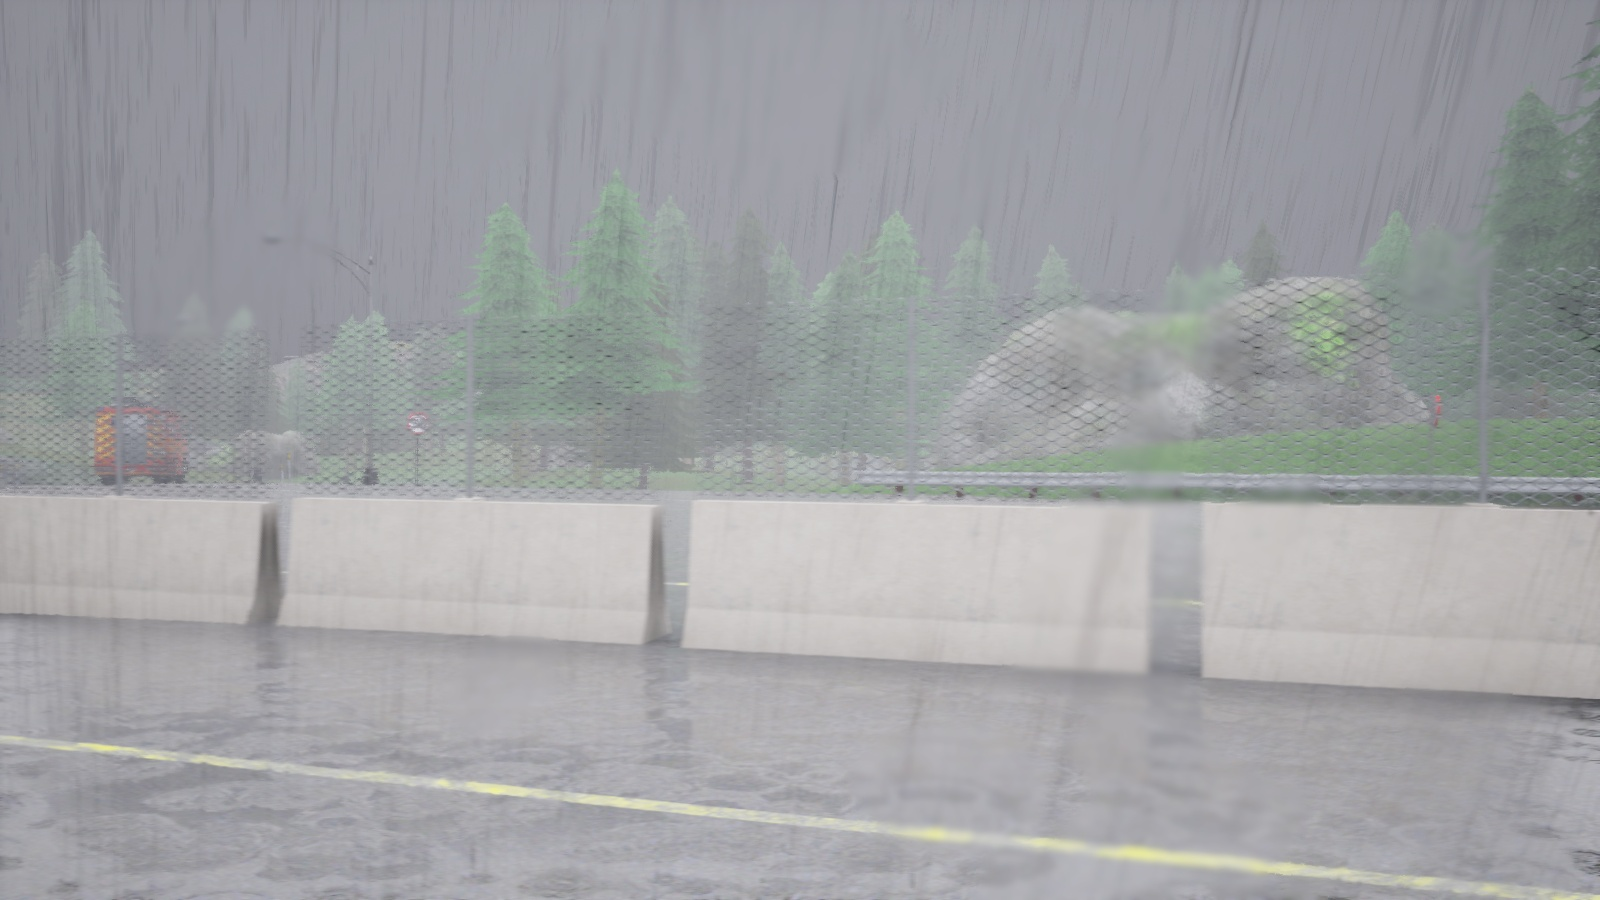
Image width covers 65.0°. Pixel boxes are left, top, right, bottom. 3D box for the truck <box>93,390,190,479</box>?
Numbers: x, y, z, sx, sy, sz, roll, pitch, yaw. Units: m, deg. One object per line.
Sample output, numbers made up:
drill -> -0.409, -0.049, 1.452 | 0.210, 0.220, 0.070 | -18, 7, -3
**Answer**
truck -> -30.274, -0.565, 58.070 | 2.891, 3.827, 8.468 | 0, -1, -20
